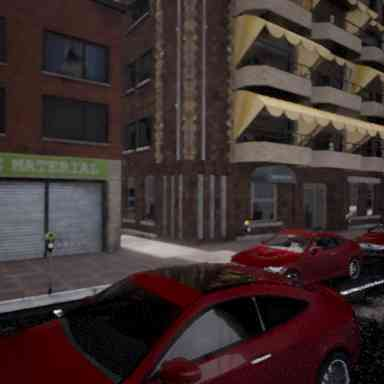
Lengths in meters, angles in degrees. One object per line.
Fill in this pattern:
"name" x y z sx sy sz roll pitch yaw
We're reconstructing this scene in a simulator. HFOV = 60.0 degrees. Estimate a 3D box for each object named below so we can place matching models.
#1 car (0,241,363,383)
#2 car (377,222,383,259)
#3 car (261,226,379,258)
"car" -0.153 1.539 3.269 4.674 1.442 1.812 1 0 -36
"car" 7.384 1.683 11.846 4.206 1.307 1.802 1 0 -36
"car" 2.789 1.638 8.560 4.206 1.307 1.802 1 0 -36
